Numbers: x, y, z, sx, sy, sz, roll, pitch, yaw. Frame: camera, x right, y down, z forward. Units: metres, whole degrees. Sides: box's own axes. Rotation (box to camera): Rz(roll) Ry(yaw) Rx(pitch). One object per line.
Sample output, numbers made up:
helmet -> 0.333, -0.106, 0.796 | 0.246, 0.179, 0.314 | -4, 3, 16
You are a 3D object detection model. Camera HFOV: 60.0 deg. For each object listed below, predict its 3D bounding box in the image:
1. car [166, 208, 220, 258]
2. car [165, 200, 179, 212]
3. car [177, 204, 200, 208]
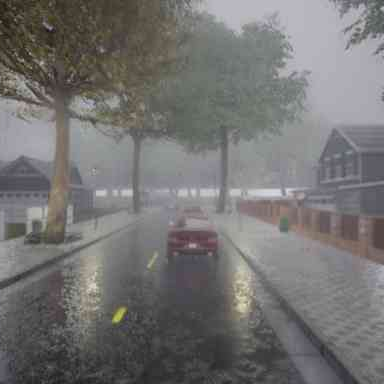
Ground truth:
car -> 0.054, 1.645, 13.508 | 1.882, 1.535, 5.008 | 0, 0, 1
car -> -2.789, 1.949, 47.134 | 2.128, 1.511, 4.902 | 0, 0, 1
car -> 0.050, 1.875, 27.494 | 1.994, 1.385, 4.181 | 0, 0, 1
